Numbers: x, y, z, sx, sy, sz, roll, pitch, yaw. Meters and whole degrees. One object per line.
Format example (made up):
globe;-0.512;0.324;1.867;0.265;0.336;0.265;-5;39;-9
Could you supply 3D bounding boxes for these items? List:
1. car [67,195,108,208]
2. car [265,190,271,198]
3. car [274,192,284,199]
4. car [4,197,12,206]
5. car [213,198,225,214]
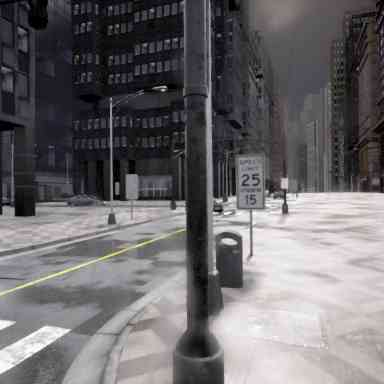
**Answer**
car;-11.992;1.099;38.144;4.902;1.511;2.128;-1;0;19
car;14.684;0.429;66.601;2.128;1.511;4.902;-1;1;19
car;16.361;0.555;61.885;1.895;1.301;4.718;-1;1;19
car;-27.384;1.339;46.802;4.181;1.385;1.994;-1;0;20
car;1.472;1.174;28.464;1.895;1.301;4.718;-1;1;-6
